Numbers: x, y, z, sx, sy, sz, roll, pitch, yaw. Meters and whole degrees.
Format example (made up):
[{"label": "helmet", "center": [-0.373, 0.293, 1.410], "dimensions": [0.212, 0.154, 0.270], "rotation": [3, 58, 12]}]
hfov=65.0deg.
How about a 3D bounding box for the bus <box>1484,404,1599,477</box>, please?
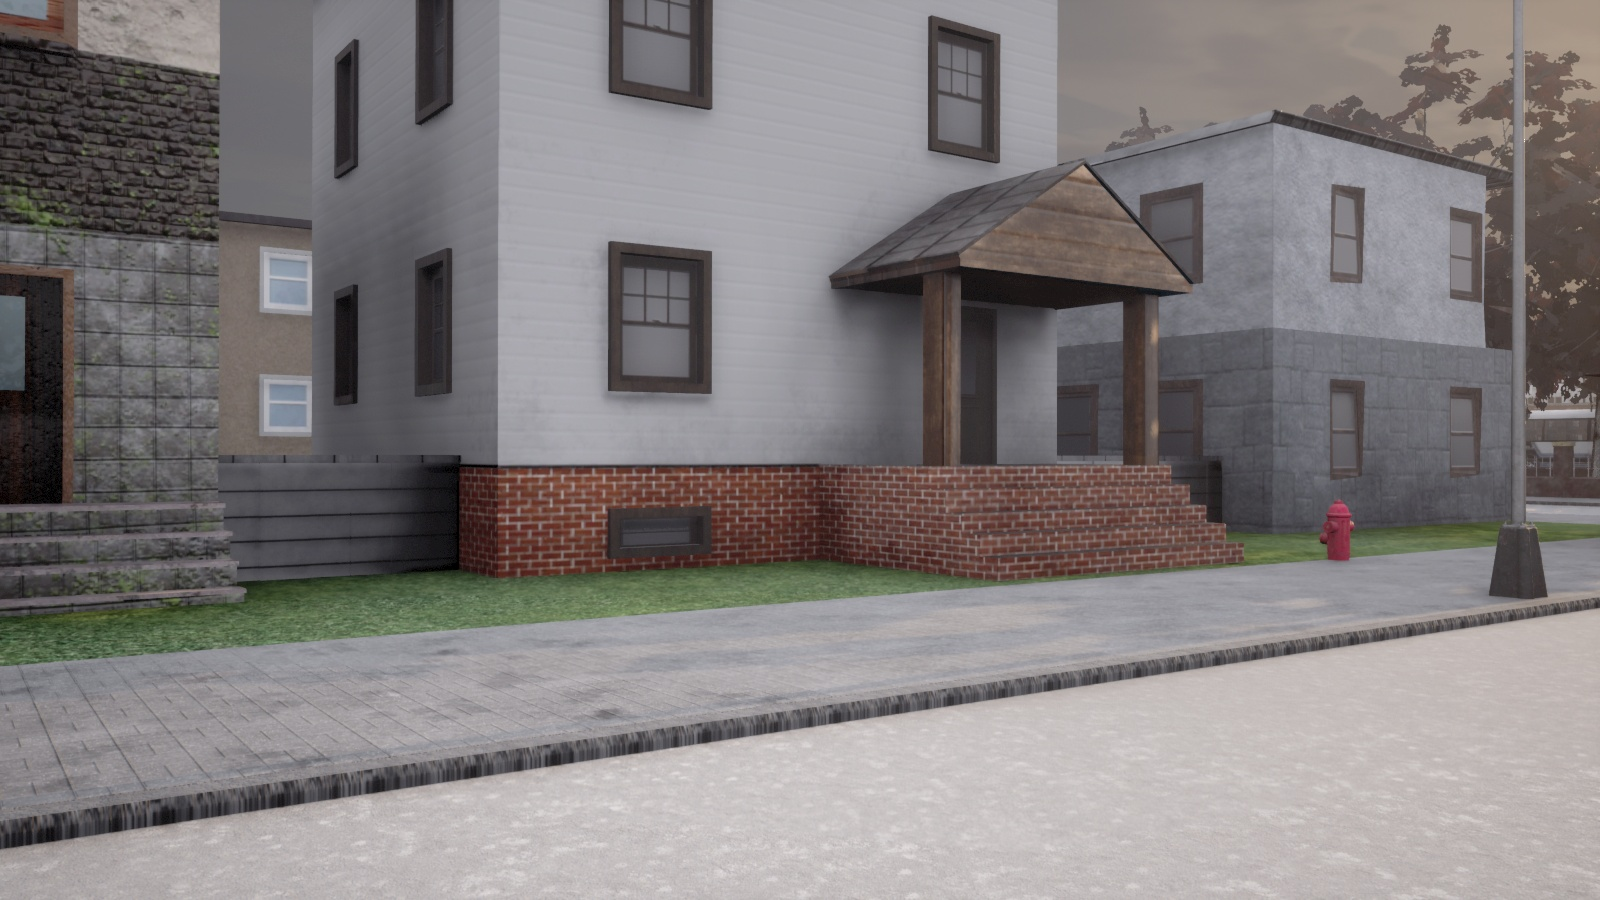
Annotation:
[{"label": "bus", "center": [47.707, -0.547, 76.169], "dimensions": [3.944, 4.253, 10.273], "rotation": [0, 0, -34]}]
